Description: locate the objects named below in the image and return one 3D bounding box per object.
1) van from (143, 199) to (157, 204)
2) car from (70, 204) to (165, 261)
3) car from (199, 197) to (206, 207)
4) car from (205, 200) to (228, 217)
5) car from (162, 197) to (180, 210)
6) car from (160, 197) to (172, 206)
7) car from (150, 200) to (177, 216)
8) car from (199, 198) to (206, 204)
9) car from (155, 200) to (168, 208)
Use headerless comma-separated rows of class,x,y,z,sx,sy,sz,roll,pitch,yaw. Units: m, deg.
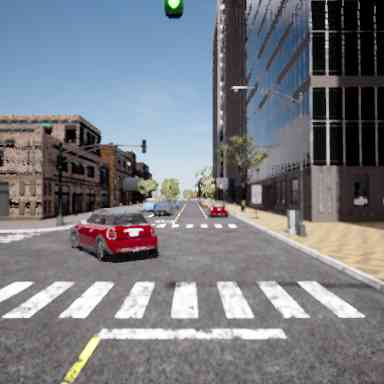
van,-5.674,1.802,46.155,1.690,1.788,3.998,1,-1,0
car,-3.234,1.484,13.264,2.097,1.767,4.553,0,-1,-35
car,2.704,2.154,62.914,1.752,1.417,4.829,1,-1,0
car,2.704,1.791,35.071,1.967,1.590,4.097,1,-1,0
car,-3.073,1.876,52.470,2.097,1.767,4.553,0,-1,0
car,-5.673,2.053,73.826,2.192,1.841,5.009,1,-1,0
car,-3.098,1.919,37.184,2.033,1.411,5.357,0,-1,0
car,2.704,2.431,90.586,1.752,1.417,4.829,1,-1,0
car,-5.677,2.193,62.755,1.947,1.339,4.313,1,-1,0
